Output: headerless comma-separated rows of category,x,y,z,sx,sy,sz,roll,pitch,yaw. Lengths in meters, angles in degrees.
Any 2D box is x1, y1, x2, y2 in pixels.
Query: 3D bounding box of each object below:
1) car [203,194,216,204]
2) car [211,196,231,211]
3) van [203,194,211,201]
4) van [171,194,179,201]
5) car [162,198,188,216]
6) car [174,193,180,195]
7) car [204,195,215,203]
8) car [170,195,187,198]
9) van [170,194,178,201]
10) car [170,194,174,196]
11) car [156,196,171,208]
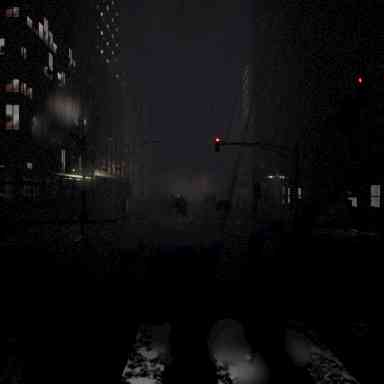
car,3.651,1.312,63.871,2.192,1.841,5.009,0,0,0
car,3.840,1.579,41.762,1.947,1.339,4.313,0,0,0
van,3.546,1.320,80.454,1.690,1.788,3.998,0,0,0
van,-4.369,1.314,85.931,1.690,1.788,3.998,0,0,0
car,-1.566,1.581,32.720,1.994,1.385,4.181,0,0,0
car,-1.703,1.481,57.976,1.882,1.535,5.008,0,0,0
car,3.616,1.431,69.399,1.967,1.590,4.097,0,0,0
car,-1.636,1.538,43.773,1.812,1.442,4.674,0,0,0
van,-4.334,1.320,80.404,1.690,1.788,3.998,0,0,0
car,-4.229,1.563,63.821,1.947,1.339,4.313,0,0,0
car,-4.125,1.592,47.239,1.802,1.307,4.206,0,0,0
